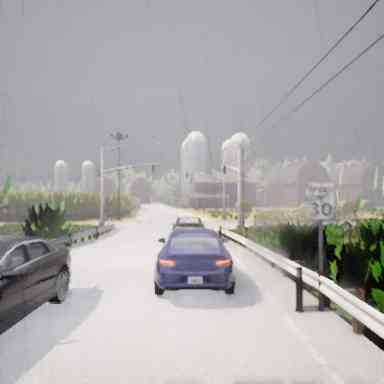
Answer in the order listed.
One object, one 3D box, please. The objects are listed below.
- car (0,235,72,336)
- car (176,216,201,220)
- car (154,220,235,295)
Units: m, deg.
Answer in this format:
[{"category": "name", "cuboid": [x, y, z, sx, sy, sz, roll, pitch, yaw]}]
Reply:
[{"category": "car", "cuboid": [-3.628, 1.562, 5.686, 2.128, 1.511, 4.902, 0, -1, 0]}, {"category": "car", "cuboid": [-0.204, 2.143, 18.880, 2.128, 1.511, 4.902, 0, -4, -2]}, {"category": "car", "cuboid": [0.046, 1.686, 8.959, 1.812, 1.442, 4.674, 0, -2, 0]}]
